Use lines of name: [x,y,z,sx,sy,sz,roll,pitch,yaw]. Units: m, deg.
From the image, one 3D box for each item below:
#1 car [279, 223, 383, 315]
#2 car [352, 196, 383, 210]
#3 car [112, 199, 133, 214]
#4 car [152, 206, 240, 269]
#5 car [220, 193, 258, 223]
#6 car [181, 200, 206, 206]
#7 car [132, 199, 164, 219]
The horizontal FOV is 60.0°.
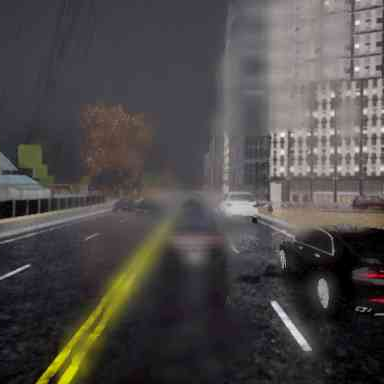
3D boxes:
car: [3.320,1.461,7.448,1.837,1.490,4.892,0,0,1]
car: [23.035,1.426,42.275,5.009,1.841,2.192,1,2,20]
car: [-6.546,1.370,33.288,2.033,1.411,5.357,0,0,0]
car: [0.089,1.428,10.855,2.128,1.511,4.902,0,0,0]
car: [3.344,1.085,24.318,2.150,2.045,5.566,0,0,0]
car: [0.099,1.384,25.916,1.812,1.442,4.674,0,0,0]
car: [-3.323,1.359,27.199,1.837,1.490,4.892,0,0,0]
